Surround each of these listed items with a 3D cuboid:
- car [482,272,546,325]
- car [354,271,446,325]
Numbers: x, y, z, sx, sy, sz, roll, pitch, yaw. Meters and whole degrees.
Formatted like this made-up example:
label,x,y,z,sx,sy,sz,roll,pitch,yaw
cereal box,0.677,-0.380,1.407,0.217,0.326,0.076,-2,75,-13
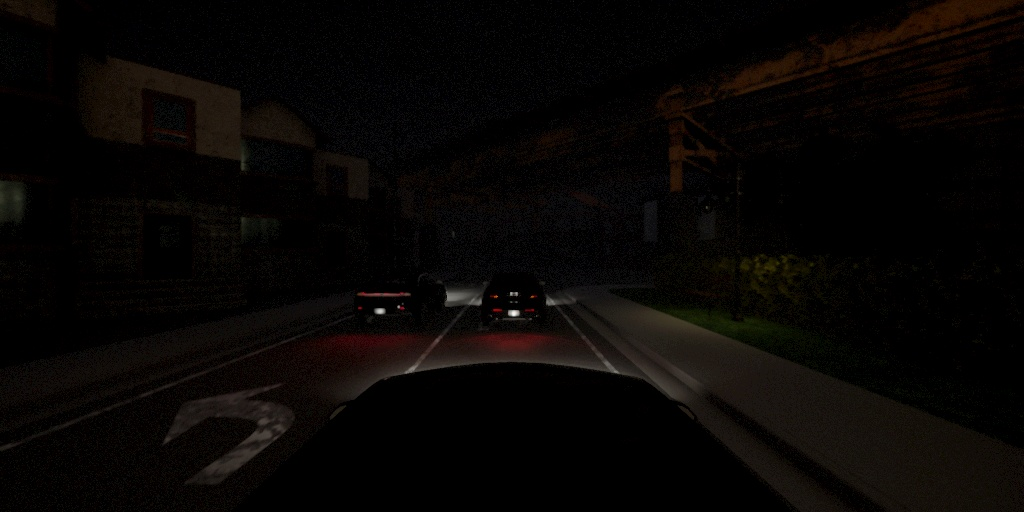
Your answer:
label,x,y,z,sx,sy,sz,roll,pitch,yaw
car,0.065,1.245,11.800,1.837,1.490,4.892,0,0,0
car,-3.435,1.232,11.795,2.128,1.511,4.902,0,0,0
